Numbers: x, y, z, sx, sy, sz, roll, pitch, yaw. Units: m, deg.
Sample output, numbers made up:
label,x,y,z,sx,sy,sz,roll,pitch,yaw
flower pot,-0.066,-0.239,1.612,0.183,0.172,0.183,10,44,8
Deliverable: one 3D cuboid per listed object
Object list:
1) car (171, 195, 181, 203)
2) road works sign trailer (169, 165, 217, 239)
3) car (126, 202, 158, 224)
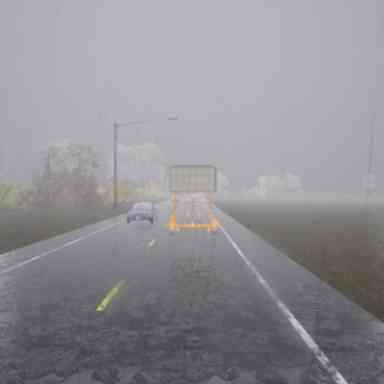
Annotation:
label,x,y,z,sx,sy,sz,roll,pitch,yaw
car,-3.062,1.333,65.217,1.812,1.442,4.674,0,0,1
road works sign trailer,0.051,0.412,17.123,2.380,3.560,2.880,0,0,-1
car,-3.528,1.452,24.263,1.812,1.442,4.674,0,0,0
